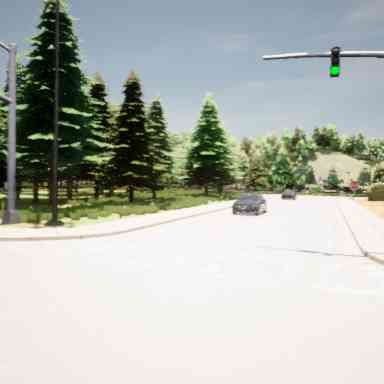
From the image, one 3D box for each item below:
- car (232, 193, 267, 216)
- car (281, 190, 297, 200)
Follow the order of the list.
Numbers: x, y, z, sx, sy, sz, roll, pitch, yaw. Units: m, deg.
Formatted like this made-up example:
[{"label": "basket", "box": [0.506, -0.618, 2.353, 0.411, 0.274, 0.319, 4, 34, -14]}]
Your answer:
[{"label": "car", "box": [4.314, 0.855, 24.426, 1.837, 1.490, 4.892, 2, 2, 22]}, {"label": "car", "box": [14.244, 0.391, 48.536, 2.033, 1.411, 5.357, 2, 2, 23]}]
